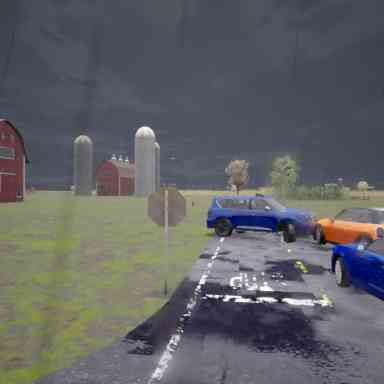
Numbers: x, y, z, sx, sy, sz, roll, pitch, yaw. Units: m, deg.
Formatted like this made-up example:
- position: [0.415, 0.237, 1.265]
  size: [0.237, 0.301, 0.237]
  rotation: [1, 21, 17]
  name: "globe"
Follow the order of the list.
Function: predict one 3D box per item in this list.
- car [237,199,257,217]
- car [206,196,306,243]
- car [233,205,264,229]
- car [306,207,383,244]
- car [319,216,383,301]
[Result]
- position: [5.453, 1.502, 33.022]
  size: [1.837, 1.490, 4.892]
  rotation: [0, 0, 9]
  name: "car"
- position: [3.368, 1.218, 16.490]
  size: [5.566, 2.045, 2.150]
  rotation: [0, 0, 33]
  name: "car"
- position: [3.818, 1.601, 22.711]
  size: [1.895, 1.301, 4.718]
  rotation: [0, 0, 9]
  name: "car"
- position: [6.566, 1.364, 12.842]
  size: [2.097, 1.767, 4.553]
  rotation: [0, 0, -8]
  name: "car"
- position: [4.470, 1.480, 6.311]
  size: [1.882, 1.535, 5.008]
  rotation: [0, 0, -3]
  name: "car"
